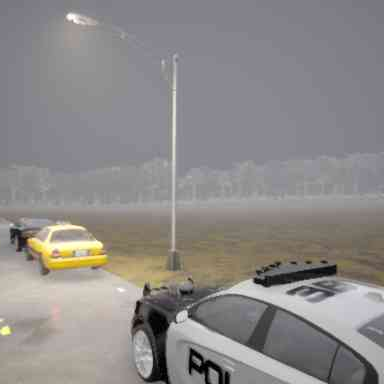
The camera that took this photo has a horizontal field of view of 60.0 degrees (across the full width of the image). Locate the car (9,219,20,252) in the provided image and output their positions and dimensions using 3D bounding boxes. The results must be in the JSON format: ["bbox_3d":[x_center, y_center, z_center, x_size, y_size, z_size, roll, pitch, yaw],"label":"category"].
[{"bbox_3d":[-7.920,1.980,16.662,1.882,1.535,5.008,2,-2,-34],"label":"car"}]

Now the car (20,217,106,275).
[{"bbox_3d":[-4.668,1.825,11.848,1.801,1.575,5.366,2,-2,-34],"label":"car"}]

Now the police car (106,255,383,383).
[{"bbox_3d":[0.972,1.561,3.498,1.930,1.638,5.238,2,-2,-34],"label":"police car"}]
